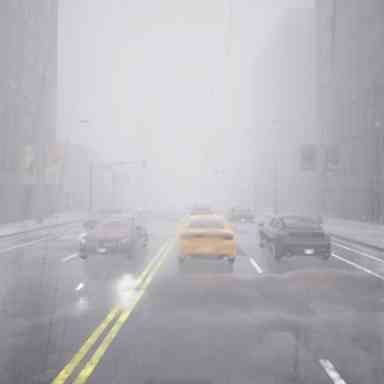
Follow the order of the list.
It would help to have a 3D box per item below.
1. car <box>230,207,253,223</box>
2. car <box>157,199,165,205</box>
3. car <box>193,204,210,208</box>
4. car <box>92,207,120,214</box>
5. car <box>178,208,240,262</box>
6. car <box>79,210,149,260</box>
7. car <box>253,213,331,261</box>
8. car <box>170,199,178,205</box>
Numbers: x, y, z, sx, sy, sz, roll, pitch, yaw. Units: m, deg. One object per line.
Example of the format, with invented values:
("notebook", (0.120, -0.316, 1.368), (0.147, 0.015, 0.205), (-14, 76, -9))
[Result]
("car", (4.089, 1.918, 28.810), (1.895, 1.301, 4.718), (0, -1, 0))
("car", (-7.839, 2.399, 83.585), (1.882, 1.535, 5.008), (0, -1, -3))
("car", (0.831, 1.805, 29.400), (2.128, 1.511, 4.902), (0, -1, 1))
("car", (-5.887, 1.773, 23.104), (2.033, 1.411, 5.357), (0, -1, 1))
("car", (0.539, 1.611, 12.686), (1.882, 1.535, 5.008), (0, 0, 2))
("car", (-2.869, 1.653, 13.109), (1.812, 1.442, 4.674), (0, -1, 2))
("car", (3.797, 1.651, 12.962), (1.837, 1.490, 4.892), (0, 0, 2))
("car", (-4.594, 2.458, 83.764), (1.812, 1.442, 4.674), (0, -1, -3))
